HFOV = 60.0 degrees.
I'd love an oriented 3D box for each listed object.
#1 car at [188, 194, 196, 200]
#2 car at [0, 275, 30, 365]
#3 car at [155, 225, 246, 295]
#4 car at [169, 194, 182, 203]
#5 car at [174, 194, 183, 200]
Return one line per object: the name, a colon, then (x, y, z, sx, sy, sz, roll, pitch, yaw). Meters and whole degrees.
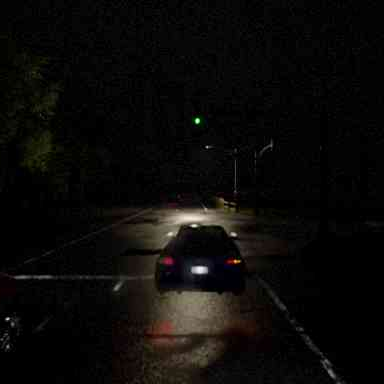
car: (0.008, 1.190, 84.578, 2.097, 1.767, 4.553, 0, 0, 0)
car: (-3.399, 1.347, 2.972, 2.097, 1.767, 4.553, 0, 0, 0)
car: (0.257, 1.549, 8.739, 1.994, 1.385, 4.181, 0, 0, 3)
car: (-3.394, 1.380, 64.447, 1.837, 1.490, 4.892, 0, -1, 0)
car: (-3.492, 1.357, 86.206, 2.128, 1.511, 4.902, 0, 0, 0)
